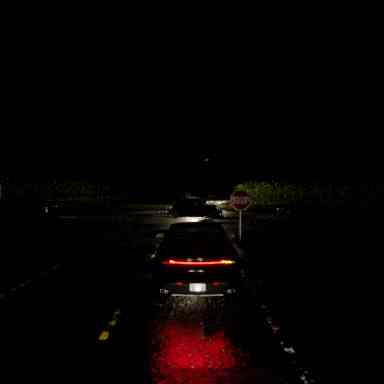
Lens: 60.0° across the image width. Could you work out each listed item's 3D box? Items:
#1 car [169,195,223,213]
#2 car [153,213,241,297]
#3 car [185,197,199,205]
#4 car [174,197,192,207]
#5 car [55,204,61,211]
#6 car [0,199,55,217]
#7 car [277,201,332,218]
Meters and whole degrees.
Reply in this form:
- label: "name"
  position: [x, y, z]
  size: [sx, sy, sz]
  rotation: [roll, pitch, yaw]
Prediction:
- label: "car"
  position: [0.351, 1.360, 28.322]
  size: [4.553, 1.767, 2.097]
  rotation: [0, 0, 4]
- label: "car"
  position: [0.096, 1.505, 8.533]
  size: [1.837, 1.490, 4.892]
  rotation: [0, 0, 0]
- label: "car"
  position: [0.039, 1.629, 61.017]
  size: [1.895, 1.301, 4.718]
  rotation: [0, 0, 10]
- label: "car"
  position: [-1.327, 1.511, 51.088]
  size: [2.128, 1.511, 4.902]
  rotation: [0, 0, 6]
- label: "car"
  position: [-15.911, 1.454, 33.033]
  size: [5.357, 1.411, 2.033]
  rotation: [0, 0, 3]
- label: "car"
  position: [-15.120, 1.394, 29.193]
  size: [4.902, 1.511, 2.128]
  rotation: [0, 0, 4]
- label: "car"
  position: [10.488, 1.573, 31.250]
  size: [4.902, 1.511, 2.128]
  rotation: [0, 0, 5]
